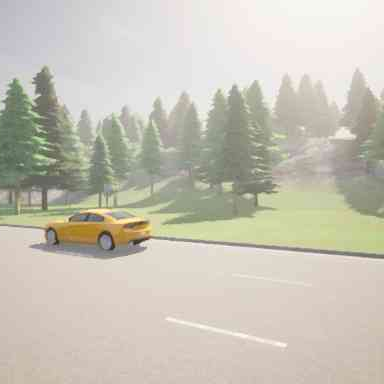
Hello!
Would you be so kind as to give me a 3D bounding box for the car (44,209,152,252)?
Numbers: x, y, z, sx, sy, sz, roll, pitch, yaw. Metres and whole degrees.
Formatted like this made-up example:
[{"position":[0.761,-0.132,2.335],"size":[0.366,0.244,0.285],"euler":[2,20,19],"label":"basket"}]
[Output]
[{"position":[-4.029,1.468,13.950],"size":[5.008,1.535,1.882],"euler":[-1,0,29],"label":"car"}]
